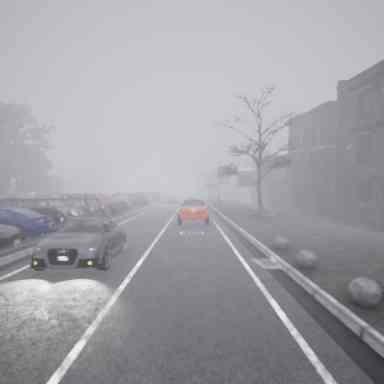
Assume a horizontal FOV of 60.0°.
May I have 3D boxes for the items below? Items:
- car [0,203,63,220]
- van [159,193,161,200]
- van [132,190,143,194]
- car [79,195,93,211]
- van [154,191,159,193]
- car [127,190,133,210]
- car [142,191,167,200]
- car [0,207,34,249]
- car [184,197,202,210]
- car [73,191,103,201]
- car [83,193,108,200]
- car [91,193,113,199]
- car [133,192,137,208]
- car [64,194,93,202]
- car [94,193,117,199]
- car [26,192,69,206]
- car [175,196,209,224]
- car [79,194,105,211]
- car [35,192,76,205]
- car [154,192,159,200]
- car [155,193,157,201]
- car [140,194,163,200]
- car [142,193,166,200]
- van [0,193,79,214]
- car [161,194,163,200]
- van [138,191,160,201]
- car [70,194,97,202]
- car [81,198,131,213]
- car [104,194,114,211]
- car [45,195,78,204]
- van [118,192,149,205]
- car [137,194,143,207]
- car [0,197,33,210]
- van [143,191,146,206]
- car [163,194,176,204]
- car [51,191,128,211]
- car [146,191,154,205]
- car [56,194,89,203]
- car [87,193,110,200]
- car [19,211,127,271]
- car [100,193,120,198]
[{"bbox_3d":[-8.894,1.413,15.135,5.008,1.535,2.097,0,0,0],"label":"car"},{"bbox_3d":[-8.853,0.947,65.597,4.442,1.987,1.878,0,1,0],"label":"van"},{"bbox_3d":[-9.055,1.086,43.167,4.442,1.987,1.878,0,0,0],"label":"van"},{"bbox_3d":[-8.938,1.267,20.741,4.553,1.767,2.185,0,0,0],"label":"car"},{"bbox_3d":[-9.082,0.974,62.795,4.442,1.987,1.878,0,1,0],"label":"van"},{"bbox_3d":[-8.894,1.101,31.953,5.566,2.045,2.435,0,0,0],"label":"car"},{"bbox_3d":[-8.961,0.761,79.616,5.566,2.045,2.435,0,1,0],"label":"car"},{"bbox_3d":[-8.866,1.453,12.332,4.792,1.488,2.163,0,0,0],"label":"car"},{"bbox_3d":[0.097,1.378,41.543,2.033,1.411,5.357,0,0,0],"label":"car"},{"bbox_3d":[-22.027,0.869,70.401,5.566,2.045,2.435,0,1,0],"label":"car"},{"bbox_3d":[-22.069,1.056,75.955,5.008,1.535,2.097,0,1,0],"label":"car"},{"bbox_3d":[-22.101,1.022,81.506,4.792,1.488,2.163,0,1,0],"label":"car"},{"bbox_3d":[-8.962,1.206,37.561,4.553,1.767,2.185,0,0,0],"label":"car"},{"bbox_3d":[-22.043,1.181,64.852,5.008,1.535,2.097,0,1,0],"label":"car"},{"bbox_3d":[-21.890,0.958,84.281,5.366,1.575,1.946,0,1,0],"label":"car"},{"bbox_3d":[-22.057,1.034,50.967,5.566,2.045,2.435,0,0,0],"label":"car"},{"bbox_3d":[0.098,1.256,23.967,2.097,1.767,4.553,0,0,0],"label":"car"},{"bbox_3d":[-8.879,1.257,23.544,4.553,1.767,2.185,0,0,0],"label":"car"},{"bbox_3d":[-22.004,1.019,53.743,5.566,2.045,2.435,0,0,0],"label":"car"},{"bbox_3d":[-8.991,1.256,59.995,4.792,1.488,2.163,0,1,0],"label":"car"},{"bbox_3d":[-8.955,1.287,57.187,4.674,1.452,2.002,0,0,0],"label":"car"},{"bbox_3d":[-8.984,1.117,74.013,4.674,1.452,2.002,0,1,0],"label":"car"},{"bbox_3d":[-8.800,1.042,76.815,5.366,1.575,1.946,0,1,0],"label":"car"},{"bbox_3d":[-8.786,1.177,17.937,4.442,1.987,1.878,0,0,0],"label":"van"},{"bbox_3d":[-8.968,1.141,68.406,5.008,1.535,2.097,0,1,0],"label":"car"},{"bbox_3d":[-9.094,0.883,71.206,4.442,1.987,1.878,0,1,0],"label":"van"},{"bbox_3d":[-22.046,1.153,67.629,4.892,1.521,2.231,0,1,0],"label":"car"},{"bbox_3d":[-8.924,1.382,34.758,4.674,1.452,2.002,0,0,0],"label":"car"},{"bbox_3d":[-8.884,1.247,26.348,4.553,1.767,2.185,0,0,0],"label":"car"},{"bbox_3d":[-22.065,1.283,56.520,4.792,1.488,2.163,0,0,0],"label":"car"},{"bbox_3d":[-9.067,1.055,51.574,4.442,1.987,1.878,0,0,0],"label":"van"},{"bbox_3d":[-8.928,1.323,40.364,4.892,1.521,2.231,0,0,0],"label":"car"},{"bbox_3d":[-21.985,1.355,39.866,4.792,1.488,2.163,0,0,0],"label":"car"},{"bbox_3d":[-9.059,1.076,45.970,4.442,1.987,1.878,0,0,0],"label":"van"},{"bbox_3d":[-3.310,1.251,55.035,1.837,1.490,4.892,0,0,0],"label":"car"},{"bbox_3d":[-8.890,1.111,29.150,5.566,2.045,2.435,0,0,0],"label":"car"},{"bbox_3d":[-8.918,1.040,48.774,5.566,2.045,2.435,0,0,0],"label":"car"},{"bbox_3d":[-22.229,1.205,62.074,5.366,1.575,1.946,0,1,0],"label":"car"},{"bbox_3d":[-22.074,1.025,78.731,4.892,1.521,2.231,0,1,0],"label":"car"},{"bbox_3d":[-3.351,1.521,10.591,1.994,1.385,4.181,0,0,0],"label":"car"},{"bbox_3d":[-22.054,0.927,89.833,4.792,1.488,2.163,0,1,0],"label":"car"}]
